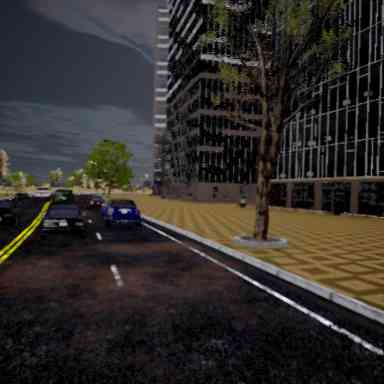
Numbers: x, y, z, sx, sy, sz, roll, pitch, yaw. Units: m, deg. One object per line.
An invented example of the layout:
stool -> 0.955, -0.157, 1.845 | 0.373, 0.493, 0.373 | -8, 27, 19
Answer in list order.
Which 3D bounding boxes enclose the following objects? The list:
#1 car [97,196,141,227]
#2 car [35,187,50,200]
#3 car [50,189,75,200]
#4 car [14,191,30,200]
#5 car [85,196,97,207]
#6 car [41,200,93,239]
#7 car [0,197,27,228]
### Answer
car -> -4.660, 1.152, 21.386 | 2.097, 1.767, 4.553 | 2, 0, -20
car -> -25.704, 0.120, 57.464 | 2.150, 2.045, 5.566 | 2, 0, -19
car -> -13.656, 0.718, 35.351 | 2.150, 2.045, 5.566 | 2, 0, -22
car -> -28.801, 0.563, 56.433 | 1.994, 1.385, 4.181 | 2, 0, -19
car -> -10.540, 1.136, 36.287 | 2.033, 1.411, 5.357 | 2, 0, -22
car -> -6.081, 1.319, 15.886 | 2.033, 1.411, 5.357 | 2, 0, -20
car -> -10.736, 1.188, 18.532 | 1.994, 1.385, 4.181 | 2, 0, -20
